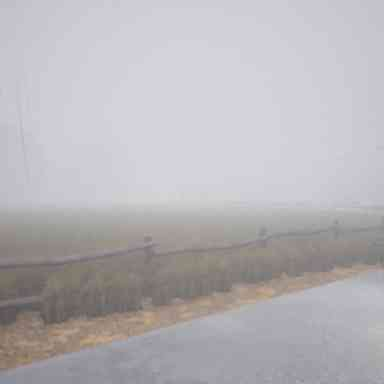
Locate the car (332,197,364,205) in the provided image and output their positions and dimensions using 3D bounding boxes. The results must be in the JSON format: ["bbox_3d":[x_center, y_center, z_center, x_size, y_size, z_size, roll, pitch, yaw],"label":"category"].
[{"bbox_3d":[32.422,1.941,69.315,2.242,1.667,4.611,0,0,-37],"label":"car"}]

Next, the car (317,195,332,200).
[{"bbox_3d":[35.636,1.854,88.336,1.932,1.855,4.605,0,0,-37],"label":"car"}]
